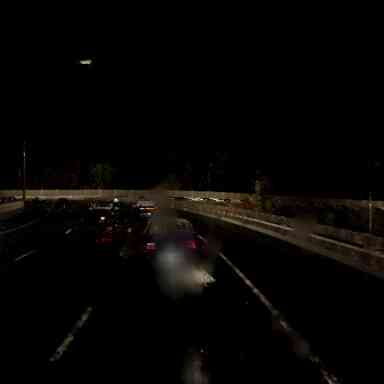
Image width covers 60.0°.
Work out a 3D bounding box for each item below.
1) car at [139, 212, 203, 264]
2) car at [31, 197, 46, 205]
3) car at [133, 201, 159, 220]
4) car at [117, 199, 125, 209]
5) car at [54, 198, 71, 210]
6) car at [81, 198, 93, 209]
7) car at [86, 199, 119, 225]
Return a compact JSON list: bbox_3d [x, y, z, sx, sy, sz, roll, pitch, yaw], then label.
[{"bbox_3d":[-0.848,1.614,11.967,1.895,1.301,4.718,0,0,-6],"label":"car"},{"bbox_3d":[-30.079,1.698,65.309,2.128,1.511,4.902,0,0,-39],"label":"car"},{"bbox_3d":[-3.963,1.530,28.573,2.128,1.511,4.902,0,0,-14],"label":"car"},{"bbox_3d":[-10.849,1.645,47.332,1.994,1.385,4.181,0,0,-25],"label":"car"},{"bbox_3d":[-17.526,1.611,45.165,1.837,1.490,4.892,0,0,-25],"label":"car"},{"bbox_3d":[-14.434,1.621,46.806,1.812,1.442,4.674,0,0,-25],"label":"car"},{"bbox_3d":[-6.656,1.551,25.020,1.837,1.490,4.892,0,0,-14],"label":"car"}]
